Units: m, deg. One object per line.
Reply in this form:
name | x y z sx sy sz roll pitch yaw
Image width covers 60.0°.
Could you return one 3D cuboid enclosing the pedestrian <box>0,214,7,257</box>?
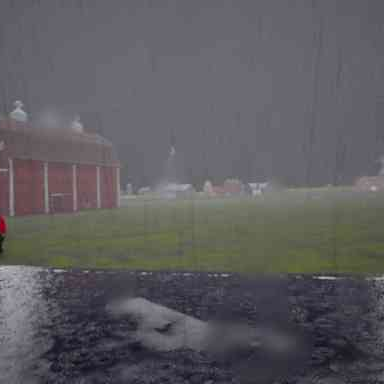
pedestrian | -7.686 1.675 13.281 0.375 1.860 0.375 -1 0 17
